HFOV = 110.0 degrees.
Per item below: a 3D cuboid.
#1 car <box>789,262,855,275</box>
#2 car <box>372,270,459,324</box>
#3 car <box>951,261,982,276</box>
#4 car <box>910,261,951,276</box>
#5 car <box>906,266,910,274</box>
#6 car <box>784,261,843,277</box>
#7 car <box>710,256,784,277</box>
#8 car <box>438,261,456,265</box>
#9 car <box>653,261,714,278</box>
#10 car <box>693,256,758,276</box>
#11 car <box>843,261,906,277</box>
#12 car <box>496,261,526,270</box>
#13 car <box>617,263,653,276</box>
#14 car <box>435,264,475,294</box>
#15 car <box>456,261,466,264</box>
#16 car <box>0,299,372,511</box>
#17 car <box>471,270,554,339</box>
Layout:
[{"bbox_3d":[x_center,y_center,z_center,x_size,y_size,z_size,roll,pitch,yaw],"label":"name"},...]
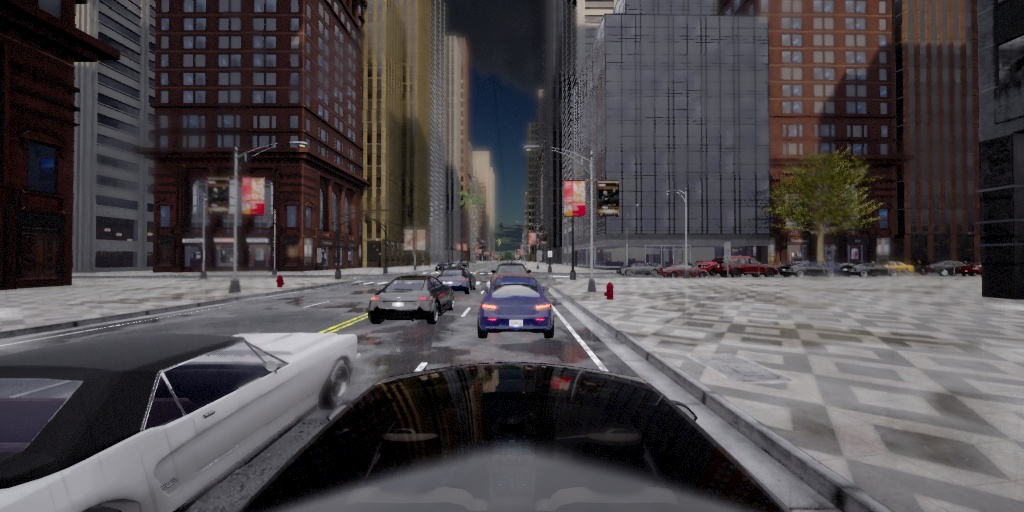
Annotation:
[{"bbox_3d":[32.893,1.308,38.146,5.357,1.411,2.033,0,-1,-1],"label":"car"},{"bbox_3d":[-3.171,1.327,12.014,1.994,1.385,4.181,0,0,0],"label":"car"},{"bbox_3d":[43.445,1.214,32.565,4.507,1.381,1.888,0,0,-1],"label":"car"},{"bbox_3d":[42.734,1.207,35.179,4.892,1.490,1.837,0,-1,-1],"label":"car"},{"bbox_3d":[43.132,1.296,41.086,4.829,1.417,1.751,0,0,-1],"label":"car"},{"bbox_3d":[26.532,1.276,32.269,4.313,1.339,1.948,0,0,-1],"label":"car"},{"bbox_3d":[20.895,1.041,32.171,5.009,1.841,2.192,0,0,-1],"label":"car"},{"bbox_3d":[-9.941,1.544,52.742,1.994,1.385,4.181,0,0,0],"label":"car"},{"bbox_3d":[15.257,1.327,32.072,4.207,1.307,1.802,0,0,-1],"label":"car"},{"bbox_3d":[22.516,1.011,37.978,5.566,2.045,2.150,0,-1,-1],"label":"car"},{"bbox_3d":[32.169,1.260,32.368,4.313,1.339,1.948,0,0,-1],"label":"car"},{"bbox_3d":[-0.034,1.135,19.012,2.097,1.767,4.553,0,0,0],"label":"car"},{"bbox_3d":[13.213,1.384,37.813,4.181,1.385,1.994,0,-1,-1],"label":"car"},{"bbox_3d":[-3.187,1.353,20.402,1.994,1.385,4.181,0,0,0],"label":"car"},{"bbox_3d":[-9.938,1.545,63.028,2.128,1.511,4.902,0,0,0],"label":"car"},{"bbox_3d":[-3.156,1.351,3.191,1.895,1.301,4.718,0,0,0],"label":"car"},{"bbox_3d":[0.088,1.284,10.027,1.812,1.442,4.674,0,0,0],"label":"car"}]
